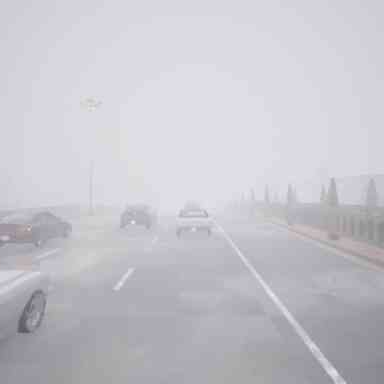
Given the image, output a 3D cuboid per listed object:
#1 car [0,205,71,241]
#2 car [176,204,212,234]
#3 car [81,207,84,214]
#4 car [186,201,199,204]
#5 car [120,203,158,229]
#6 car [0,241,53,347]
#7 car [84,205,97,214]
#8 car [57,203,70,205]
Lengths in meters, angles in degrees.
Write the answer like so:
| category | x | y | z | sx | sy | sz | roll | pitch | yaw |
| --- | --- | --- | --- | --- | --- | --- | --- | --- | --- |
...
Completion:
| category | x | y | z | sx | sy | sz | roll | pitch | yaw |
| --- | --- | --- | --- | --- | --- | --- | --- | --- | --- |
| car | -6.905 | 1.524 | 14.600 | 1.812 | 1.442 | 4.674 | 0 | 0 | 0 |
| car | 0.092 | 1.598 | 19.011 | 1.895 | 1.301 | 4.718 | 0 | 0 | 0 |
| car | -17.575 | 3.115 | 54.510 | 2.128 | 1.511 | 4.902 | 0 | -6 | 0 |
| car | 0.085 | 1.763 | 36.929 | 1.837 | 1.490 | 4.892 | 0 | -3 | 0 |
| car | -3.409 | 1.502 | 21.667 | 1.837 | 1.490 | 4.892 | 0 | 0 | 0 |
| car | -3.403 | 1.601 | 3.801 | 1.895 | 1.301 | 4.718 | 0 | 0 | 0 |
| car | -14.084 | 2.672 | 49.759 | 1.812 | 1.442 | 4.674 | 0 | -5 | 0 |
| car | -21.068 | 2.829 | 54.371 | 2.150 | 2.045 | 5.566 | 0 | -6 | 1 |
